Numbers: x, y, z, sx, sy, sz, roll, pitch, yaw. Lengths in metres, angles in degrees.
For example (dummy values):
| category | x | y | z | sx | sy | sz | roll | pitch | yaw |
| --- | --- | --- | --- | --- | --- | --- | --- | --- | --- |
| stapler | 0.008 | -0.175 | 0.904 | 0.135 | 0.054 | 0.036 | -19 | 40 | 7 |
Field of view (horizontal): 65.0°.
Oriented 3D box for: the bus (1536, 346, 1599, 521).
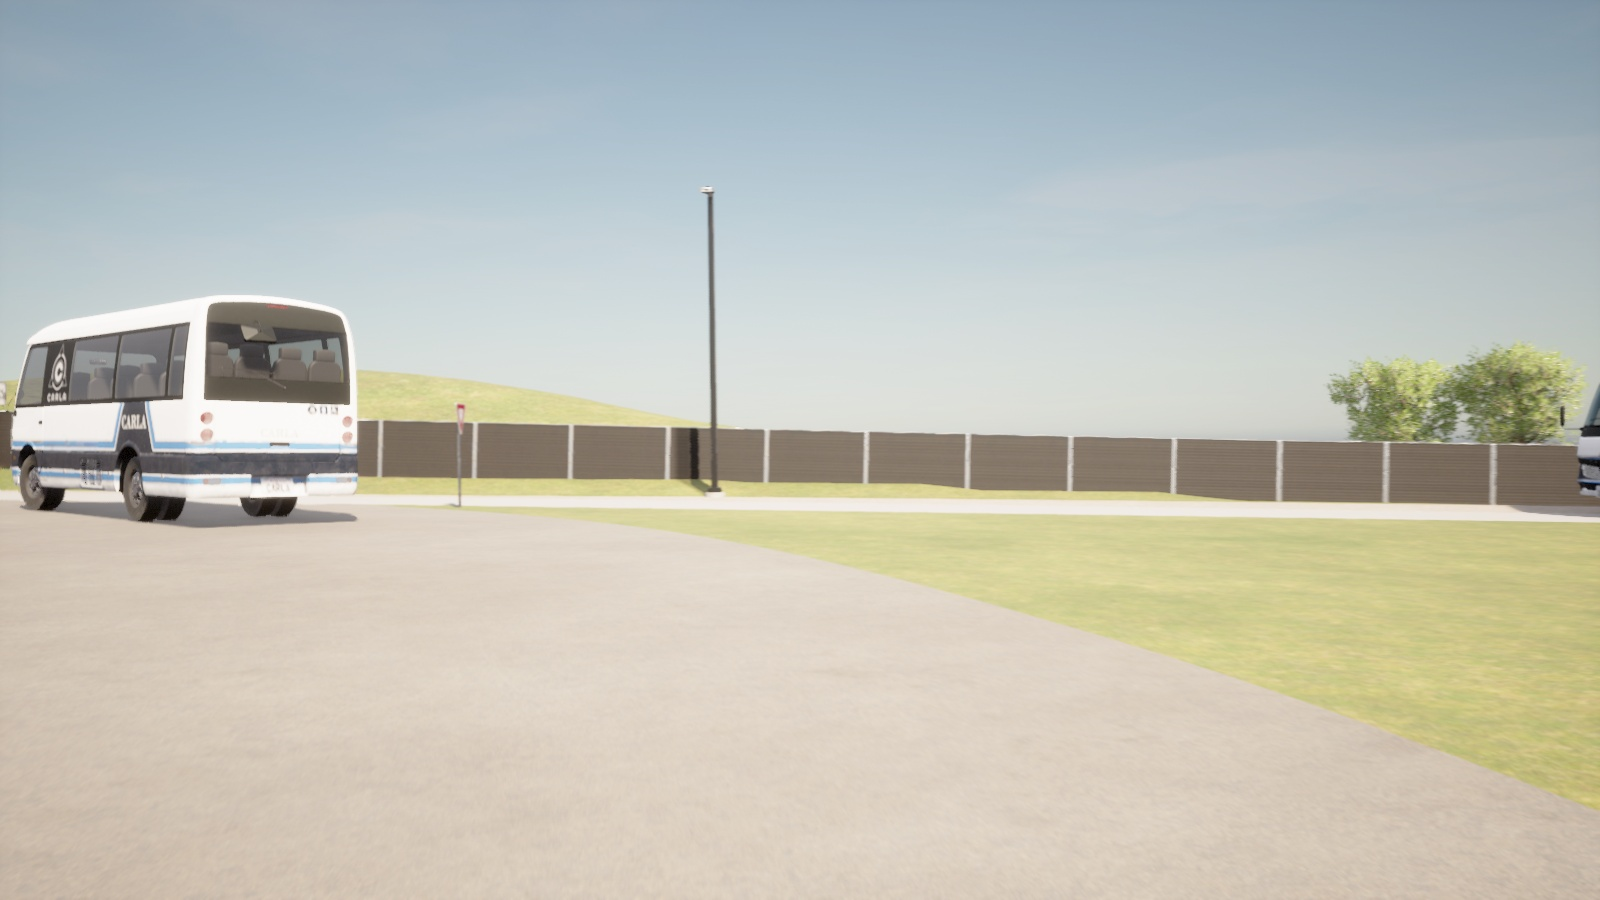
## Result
| category | x | y | z | sx | sy | sz | roll | pitch | yaw |
| --- | --- | --- | --- | --- | --- | --- | --- | --- | --- |
| bus | 24.711 | -0.344 | 31.282 | 10.273 | 4.253 | 3.944 | 1 | 0 | 6 |

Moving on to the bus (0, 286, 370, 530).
| category | x | y | z | sx | sy | sz | roll | pitch | yaw |
| --- | --- | --- | --- | --- | --- | --- | --- | --- | --- |
| bus | -13.693 | -0.756 | 26.814 | 10.273 | 4.253 | 3.944 | 0 | 0 | 42 |
